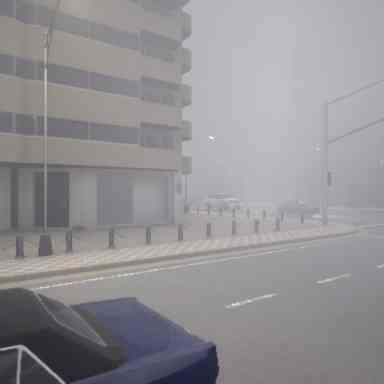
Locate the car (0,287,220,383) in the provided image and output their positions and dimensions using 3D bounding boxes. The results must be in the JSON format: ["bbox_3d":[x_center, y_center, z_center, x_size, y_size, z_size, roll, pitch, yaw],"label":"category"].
[{"bbox_3d":[-2.157,1.601,2.455,4.718,1.301,1.895,0,0,-35],"label":"car"}]

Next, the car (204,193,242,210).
[{"bbox_3d":[3.815,1.166,41.553,2.150,2.045,5.566,0,0,-35],"label":"car"}]

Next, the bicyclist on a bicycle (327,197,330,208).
[{"bbox_3d":[17.369,1.245,43.071,1.656,1.620,0.582,0,0,-35],"label":"bicyclist on a bicycle"}]

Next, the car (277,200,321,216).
[{"bbox_3d":[10.333,1.509,32.353,1.994,1.385,4.181,0,0,-35],"label":"car"}]

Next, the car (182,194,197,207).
[{"bbox_3d":[-1.899,1.436,49.785,2.128,1.511,4.902,0,0,-35],"label":"car"}]
